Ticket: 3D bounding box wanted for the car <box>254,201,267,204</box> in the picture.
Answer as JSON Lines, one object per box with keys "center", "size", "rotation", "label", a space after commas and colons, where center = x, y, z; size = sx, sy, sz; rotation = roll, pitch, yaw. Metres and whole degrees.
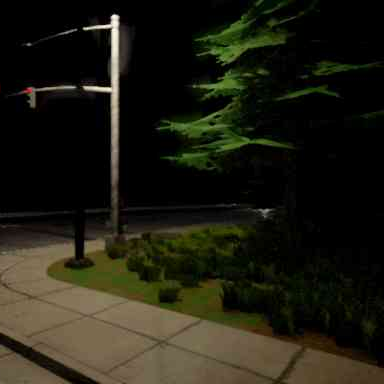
{"center": [10.187, 1.441, 45.608], "size": [1.837, 1.490, 4.892], "rotation": [0, 0, 37], "label": "car"}
